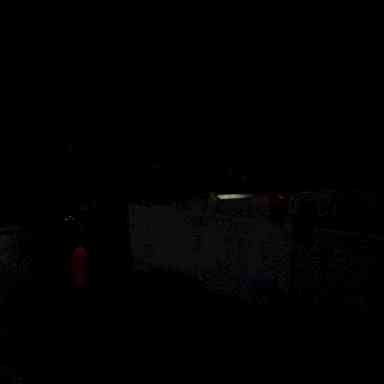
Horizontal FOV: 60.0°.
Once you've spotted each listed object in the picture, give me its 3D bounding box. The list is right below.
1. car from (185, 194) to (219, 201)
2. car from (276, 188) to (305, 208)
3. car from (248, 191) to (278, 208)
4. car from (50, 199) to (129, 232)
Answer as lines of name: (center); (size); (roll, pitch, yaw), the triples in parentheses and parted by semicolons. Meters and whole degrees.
car: (0.633, 0.955, 26.453); (2.097, 1.767, 4.553); (-2, 0, 34)
car: (10.342, 0.611, 34.740); (2.150, 2.045, 5.566); (-2, 0, 36)
car: (6.804, 0.958, 34.870); (1.882, 1.535, 5.008); (-2, 0, 36)
car: (-5.278, 1.204, 18.366); (1.882, 1.535, 5.008); (-2, 0, 36)
